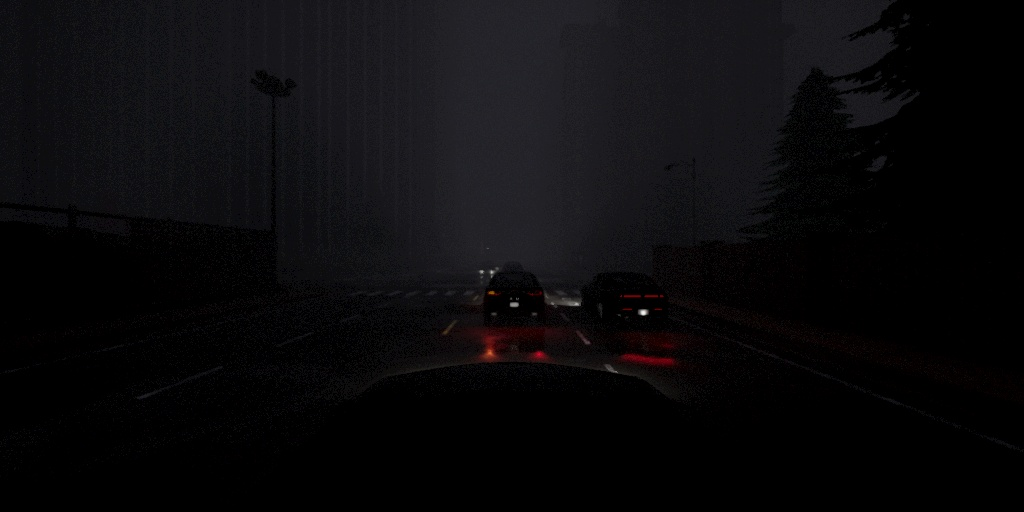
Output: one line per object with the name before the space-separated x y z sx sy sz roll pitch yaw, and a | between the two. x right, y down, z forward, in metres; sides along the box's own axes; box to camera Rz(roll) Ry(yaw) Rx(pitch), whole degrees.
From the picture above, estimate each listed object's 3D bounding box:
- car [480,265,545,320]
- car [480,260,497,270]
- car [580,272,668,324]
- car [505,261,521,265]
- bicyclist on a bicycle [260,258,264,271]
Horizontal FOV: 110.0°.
car | 0.068 1.254 12.765 1.882 1.535 5.008 0 0 0
car | -3.604 1.396 52.165 1.812 1.442 4.674 0 0 0
car | 3.571 1.280 12.128 1.837 1.490 4.892 0 0 0
car | 0.078 1.257 35.054 1.882 1.535 5.008 0 0 0
bicyclist on a bicycle | -29.187 1.091 41.653 0.582 1.620 1.656 0 0 0
